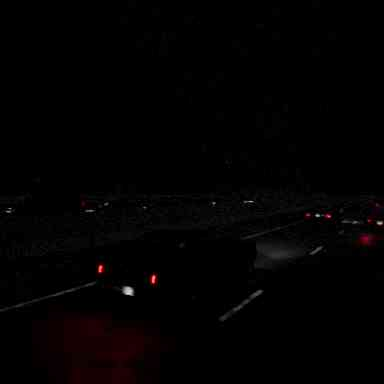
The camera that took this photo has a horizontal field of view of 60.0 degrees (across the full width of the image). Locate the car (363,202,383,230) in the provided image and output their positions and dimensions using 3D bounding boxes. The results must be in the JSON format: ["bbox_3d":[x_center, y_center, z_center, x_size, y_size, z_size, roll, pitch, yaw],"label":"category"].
[{"bbox_3d":[12.130,1.625,21.320,1.812,1.442,4.674,1,1,31],"label":"car"}]

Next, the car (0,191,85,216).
[{"bbox_3d":[-9.166,0.948,20.335,2.150,2.045,5.566,1,0,31],"label":"car"}]

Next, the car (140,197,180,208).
[{"bbox_3d":[-3.423,1.271,36.512,2.033,1.411,5.357,1,0,31],"label":"car"}]

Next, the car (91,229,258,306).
[{"bbox_3d":[-0.020,1.559,8.066,1.895,1.301,4.718,1,0,31],"label":"car"}]

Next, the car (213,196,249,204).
[{"bbox_3d":[3.898,1.211,35.072,2.097,1.767,4.553,1,1,31],"label":"car"}]

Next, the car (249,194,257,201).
[{"bbox_3d":[12.891,1.189,69.852,2.128,1.511,4.902,1,1,31],"label":"car"}]

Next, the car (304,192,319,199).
[{"bbox_3d":[25.098,1.097,69.706,2.150,2.045,5.566,1,0,31],"label":"car"}]

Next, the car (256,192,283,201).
[{"bbox_3d":[13.364,1.289,57.308,2.128,1.511,4.902,1,1,32],"label":"car"}]

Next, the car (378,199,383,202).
[{"bbox_3d":[20.709,1.481,35.385,2.097,1.767,4.553,1,0,31],"label":"car"}]

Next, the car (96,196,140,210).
[{"bbox_3d":[-8.064,1.177,35.638,1.812,1.442,4.674,1,1,31],"label":"car"}]

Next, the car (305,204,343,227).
[{"bbox_3d":[9.408,1.585,23.557,2.033,1.411,5.357,1,1,31],"label":"car"}]
